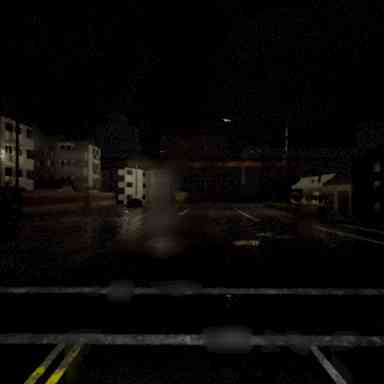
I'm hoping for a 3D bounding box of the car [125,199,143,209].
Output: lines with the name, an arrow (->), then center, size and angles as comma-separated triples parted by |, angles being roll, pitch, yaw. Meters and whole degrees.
car -> -9.113, 1.777, 52.325 | 1.882, 1.535, 5.008 | 0, 0, 4
